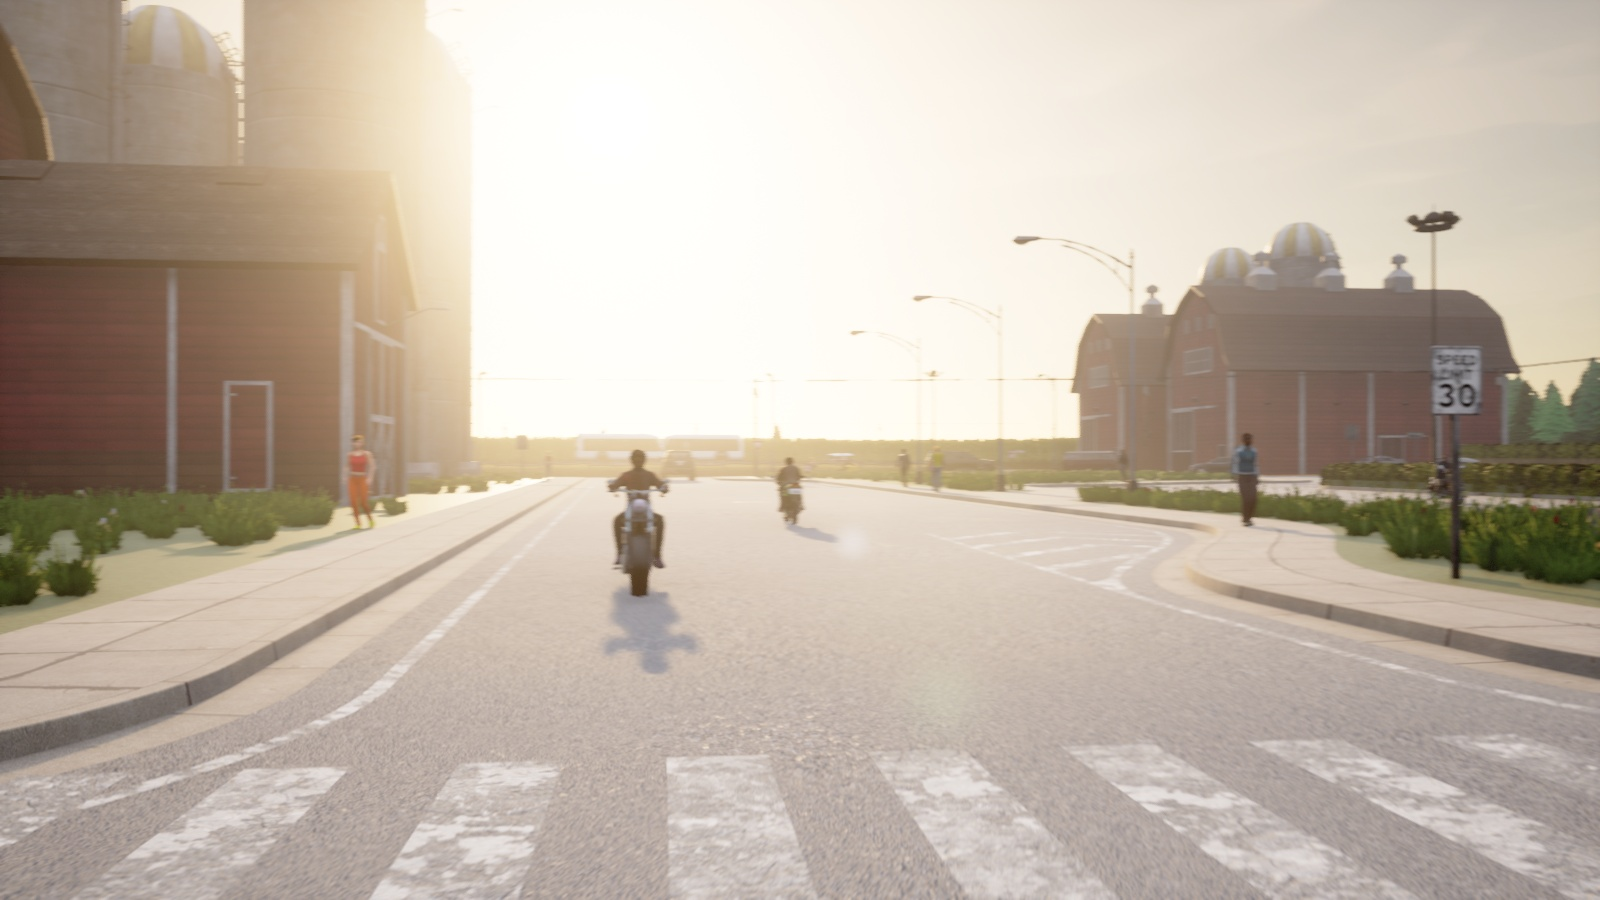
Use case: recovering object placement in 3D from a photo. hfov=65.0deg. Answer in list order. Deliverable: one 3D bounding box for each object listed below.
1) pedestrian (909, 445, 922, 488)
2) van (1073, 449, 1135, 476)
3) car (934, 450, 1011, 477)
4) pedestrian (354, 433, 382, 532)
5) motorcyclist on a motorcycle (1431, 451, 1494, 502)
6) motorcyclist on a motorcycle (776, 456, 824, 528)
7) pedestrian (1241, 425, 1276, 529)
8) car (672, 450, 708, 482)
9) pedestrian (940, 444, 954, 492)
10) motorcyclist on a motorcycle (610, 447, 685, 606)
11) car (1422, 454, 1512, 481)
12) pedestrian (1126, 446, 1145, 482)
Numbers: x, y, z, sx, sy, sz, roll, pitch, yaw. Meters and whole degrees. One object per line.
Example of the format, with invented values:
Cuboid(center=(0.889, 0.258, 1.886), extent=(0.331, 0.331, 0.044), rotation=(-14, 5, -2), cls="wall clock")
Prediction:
Cuboid(center=(5.203, 0.735, 56.564), extent=(0.423, 1.949, 0.788), rotation=(0, 0, -8), cls="pedestrian")
Cuboid(center=(23.340, 0.955, 96.423), extent=(4.442, 1.987, 1.775), rotation=(-1, -1, 22), cls="van")
Cuboid(center=(13.374, 1.013, 97.453), extent=(5.566, 2.045, 2.150), rotation=(0, 0, -6), cls="car")
Cuboid(center=(-8.132, 0.603, 23.652), extent=(0.345, 1.836, 0.594), rotation=(0, 0, -3), cls="pedestrian")
Cuboid(center=(20.993, 0.832, 39.844), extent=(0.866, 1.590, 1.817), rotation=(0, 0, -7), cls="motorcyclist on a motorcycle")
Cuboid(center=(-0.010, 0.909, 27.866), extent=(0.797, 1.523, 2.044), rotation=(0, 0, -8), cls="motorcyclist on a motorcycle")
Cuboid(center=(8.666, 0.504, 23.731), extent=(0.396, 1.930, 0.692), rotation=(0, 0, 1), cls="pedestrian")
Cuboid(center=(-7.340, 1.046, 83.441), extent=(2.150, 2.045, 5.566), rotation=(0, 0, -8), cls="car")
Cuboid(center=(5.652, 0.679, 48.230), extent=(0.354, 1.836, 0.706), rotation=(0, 0, -8), cls="pedestrian")
Cuboid(center=(-1.746, 0.800, 14.259), extent=(0.766, 1.649, 2.350), rotation=(0, 0, -8), cls="motorcyclist on a motorcycle")
Cuboid(center=(38.094, 0.983, 71.881), extent=(2.163, 1.488, 4.792), rotation=(0, 0, -7), cls="car")
Cuboid(center=(17.766, 0.724, 66.492), extent=(0.849, 1.883, 0.563), rotation=(0, 0, -36), cls="pedestrian")
